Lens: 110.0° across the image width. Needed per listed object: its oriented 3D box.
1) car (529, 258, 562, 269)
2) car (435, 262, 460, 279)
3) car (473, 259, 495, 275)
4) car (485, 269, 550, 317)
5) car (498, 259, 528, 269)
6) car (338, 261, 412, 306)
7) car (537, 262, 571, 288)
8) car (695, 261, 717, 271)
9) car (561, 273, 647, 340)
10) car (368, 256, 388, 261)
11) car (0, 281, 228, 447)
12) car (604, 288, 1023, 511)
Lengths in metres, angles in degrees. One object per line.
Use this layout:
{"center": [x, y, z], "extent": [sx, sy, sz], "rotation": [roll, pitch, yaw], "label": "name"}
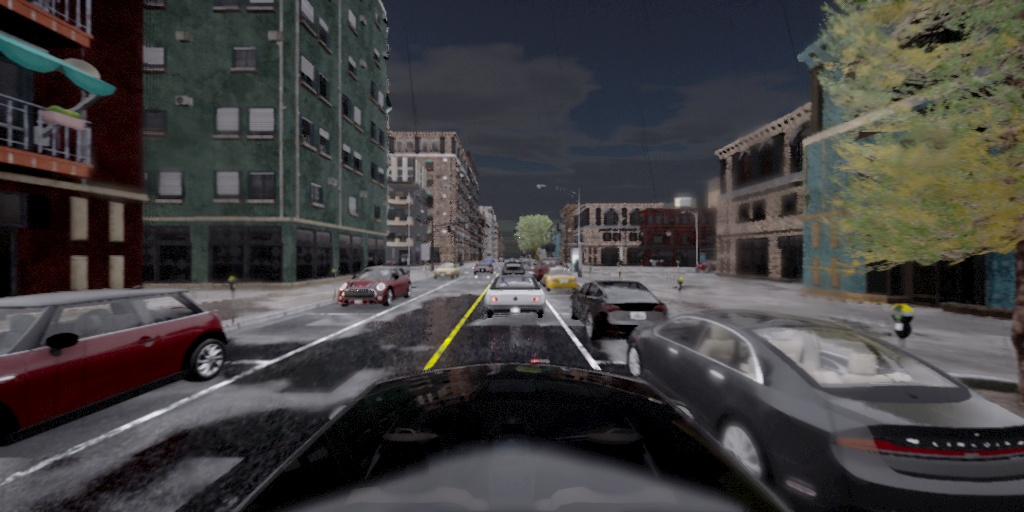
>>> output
{"center": [2.696, 1.032, 26.359], "extent": [2.192, 1.841, 5.009], "rotation": [0, 0, 0], "label": "car"}
{"center": [-5.685, 1.236, 31.731], "extent": [1.751, 1.417, 4.829], "rotation": [0, 0, 0], "label": "car"}
{"center": [-2.993, 1.278, 38.543], "extent": [1.994, 1.385, 4.181], "rotation": [0, 0, 0], "label": "car"}
{"center": [0.103, 1.336, 13.037], "extent": [1.895, 1.301, 4.718], "rotation": [0, 0, 0], "label": "car"}
{"center": [0.106, 1.219, 28.741], "extent": [1.837, 1.490, 4.892], "rotation": [0, 0, 0], "label": "car"}
{"center": [-5.687, 1.173, 15.281], "extent": [1.967, 1.591, 4.097], "rotation": [0, 0, 0], "label": "car"}
{"center": [2.695, 1.250, 20.989], "extent": [1.751, 1.417, 4.829], "rotation": [0, 0, 0], "label": "car"}
{"center": [26.157, 1.361, 46.381], "extent": [4.507, 1.381, 1.888], "rotation": [0, 0, 0], "label": "car"}
{"center": [2.692, 1.305, 9.740], "extent": [1.948, 1.339, 4.313], "rotation": [0, 0, 0], "label": "car"}
{"center": [-17.267, 0.957, 46.133], "extent": [5.009, 1.841, 2.192], "rotation": [0, 0, 0], "label": "car"}
{"center": [-5.690, 1.187, 4.202], "extent": [1.967, 1.591, 4.097], "rotation": [0, 0, 0], "label": "car"}
{"center": [2.691, 1.297, 4.200], "extent": [2.007, 1.370, 4.403], "rotation": [0, 0, 0], "label": "car"}
